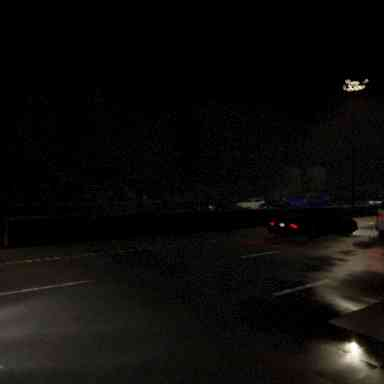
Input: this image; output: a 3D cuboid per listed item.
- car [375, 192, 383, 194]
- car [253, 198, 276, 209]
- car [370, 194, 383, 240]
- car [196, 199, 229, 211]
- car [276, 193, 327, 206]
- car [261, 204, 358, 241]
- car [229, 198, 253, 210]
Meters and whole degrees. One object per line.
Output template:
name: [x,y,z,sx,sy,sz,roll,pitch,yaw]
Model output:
car: [36.349,0.794,64.201,4.553,1.767,2.097,-1,1,-36]
car: [9.320,1.465,36.435,4.892,1.490,1.837,-1,0,-35]
car: [10.928,1.232,15.843,5.566,2.045,2.150,0,0,-36]
car: [3.058,1.525,40.570,5.357,1.411,2.033,0,0,-35]
car: [11.426,1.181,33.638,5.566,2.045,2.150,0,0,-35]
car: [6.181,1.564,16.755,5.357,1.411,2.033,0,0,-36]
car: [7.058,1.487,39.120,4.674,1.442,1.812,-1,0,-35]
